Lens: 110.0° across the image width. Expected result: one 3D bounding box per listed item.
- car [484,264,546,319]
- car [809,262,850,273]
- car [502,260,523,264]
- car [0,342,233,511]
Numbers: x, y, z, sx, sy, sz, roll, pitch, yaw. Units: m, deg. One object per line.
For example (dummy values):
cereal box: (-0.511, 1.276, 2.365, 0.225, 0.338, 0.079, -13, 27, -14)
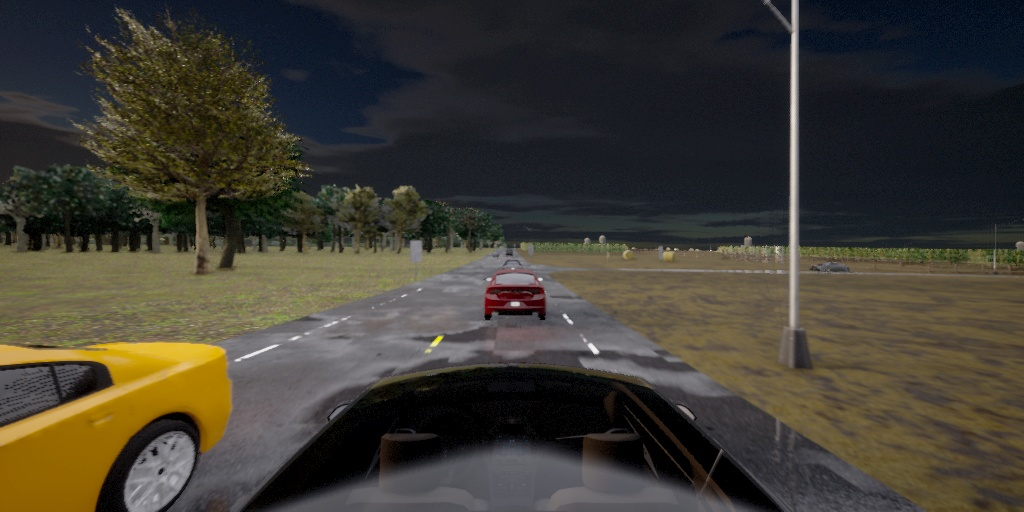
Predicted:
car: (0.097, 1.202, 12.672, 1.882, 1.535, 5.008, 0, 0, 0)
car: (41.828, 1.501, 47.283, 4.181, 1.385, 1.994, 1, 0, 0)
car: (0.056, 1.045, 33.499, 1.994, 1.385, 4.181, 0, 1, 0)
car: (-3.601, 1.228, 1.306, 1.882, 1.535, 5.008, 0, 0, 0)
